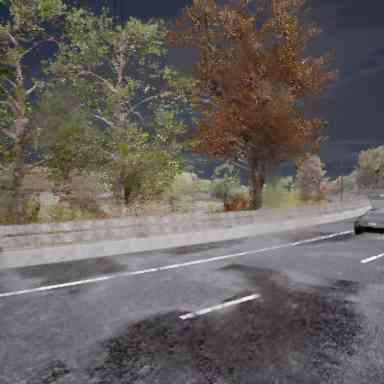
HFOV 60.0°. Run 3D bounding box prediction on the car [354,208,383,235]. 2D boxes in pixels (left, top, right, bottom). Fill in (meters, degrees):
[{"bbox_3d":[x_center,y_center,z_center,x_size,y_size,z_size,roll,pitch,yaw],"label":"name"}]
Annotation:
[{"bbox_3d":[10.296,1.540,17.811,1.994,1.385,4.181,0,0,44],"label":"car"}]
